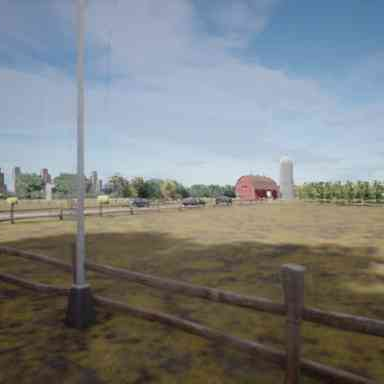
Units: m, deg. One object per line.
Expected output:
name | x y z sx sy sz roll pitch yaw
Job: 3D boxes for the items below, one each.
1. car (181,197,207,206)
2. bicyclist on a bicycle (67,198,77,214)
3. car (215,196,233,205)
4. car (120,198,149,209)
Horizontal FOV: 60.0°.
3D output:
car | 0.345 1.587 54.678 2.033 1.411 5.357 -2 -1 36
bicyclist on a bicycle | -11.709 1.400 32.433 1.656 1.620 0.582 0 0 35
car | 6.054 1.593 62.789 1.837 1.490 4.892 -2 -2 35
car | -8.204 1.606 47.659 1.837 1.490 4.892 -2 -1 36
